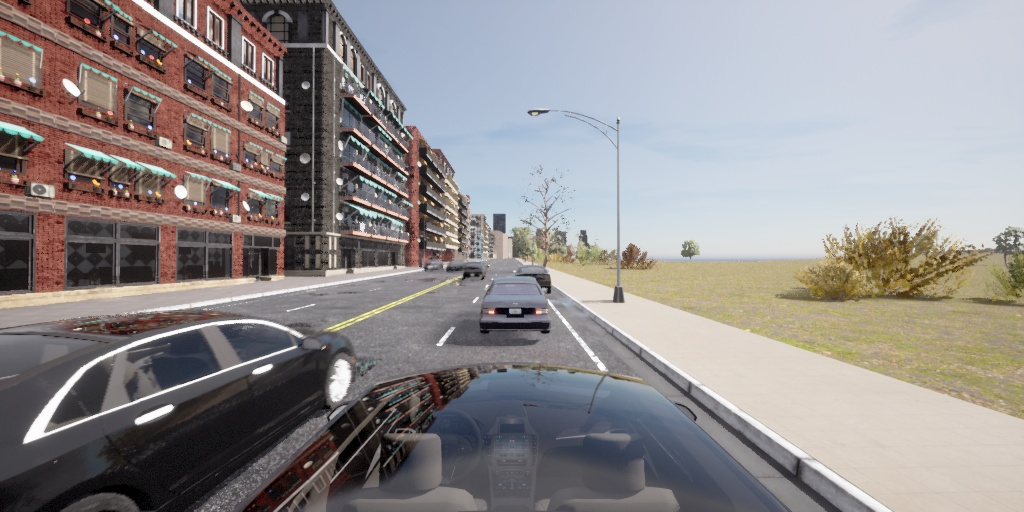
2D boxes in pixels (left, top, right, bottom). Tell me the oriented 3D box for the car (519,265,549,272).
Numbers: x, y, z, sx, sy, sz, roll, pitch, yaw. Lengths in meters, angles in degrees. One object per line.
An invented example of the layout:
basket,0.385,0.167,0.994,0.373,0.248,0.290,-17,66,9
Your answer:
car,1.109,1.230,20.396,1.882,1.535,5.008,0,0,0

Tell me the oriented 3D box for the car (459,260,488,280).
car,-3.194,1.256,31.398,1.837,1.490,4.892,0,0,0

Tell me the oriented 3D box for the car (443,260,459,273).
car,-6.661,1.228,43.246,1.882,1.535,5.008,0,0,0

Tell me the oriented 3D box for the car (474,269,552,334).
car,0.089,1.299,10.632,2.033,1.411,5.357,0,0,0

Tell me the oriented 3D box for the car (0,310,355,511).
car,-3.155,1.253,3.229,1.837,1.490,4.892,0,-1,0

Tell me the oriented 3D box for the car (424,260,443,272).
car,-9.914,1.242,45.795,2.128,1.511,4.902,0,0,0
